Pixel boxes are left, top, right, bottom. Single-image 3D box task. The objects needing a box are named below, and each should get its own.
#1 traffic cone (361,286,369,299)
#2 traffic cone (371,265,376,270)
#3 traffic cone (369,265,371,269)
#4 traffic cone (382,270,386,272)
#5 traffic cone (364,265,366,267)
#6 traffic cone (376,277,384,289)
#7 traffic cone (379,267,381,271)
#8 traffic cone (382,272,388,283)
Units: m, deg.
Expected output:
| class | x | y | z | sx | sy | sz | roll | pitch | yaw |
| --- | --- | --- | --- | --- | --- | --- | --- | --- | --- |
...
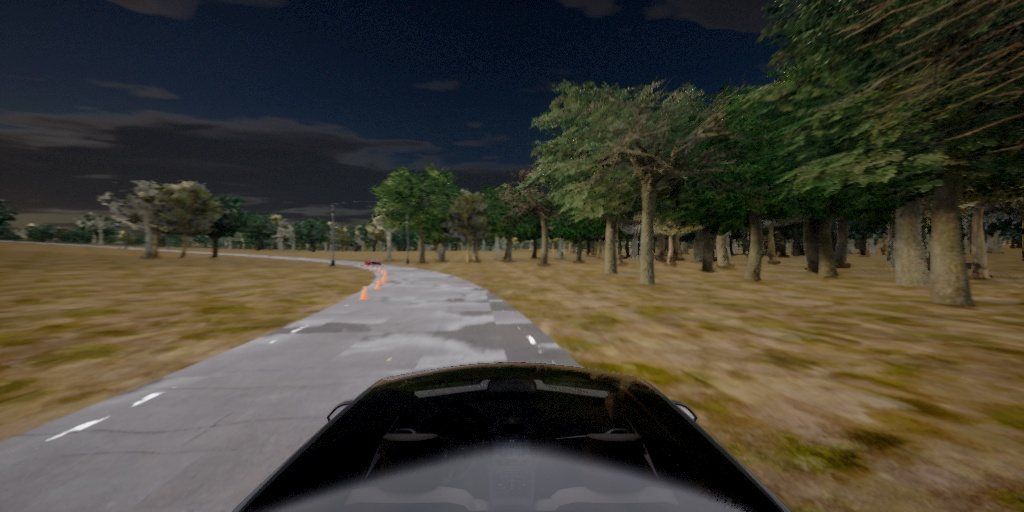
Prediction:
| class | x | y | z | sx | sy | sz | roll | pitch | yaw |
| --- | --- | --- | --- | --- | --- | --- | --- | --- | --- |
| traffic cone | -6.826 | 1.695 | 16.591 | 0.340 | 0.580 | 0.340 | 0 | 0 | -13 |
| traffic cone | -18.560 | 1.583 | 48.704 | 0.340 | 0.580 | 0.340 | 0 | 0 | -28 |
| traffic cone | -20.914 | 1.556 | 52.999 | 0.340 | 0.580 | 0.340 | 0 | 0 | -30 |
| traffic cone | -10.812 | 1.658 | 30.728 | 0.340 | 0.580 | 0.340 | 0 | 0 | -19 |
| traffic cone | -23.427 | 1.516 | 57.202 | 0.340 | 0.580 | 0.340 | 0 | 0 | -32 |
| traffic cone | -7.976 | 1.686 | 21.353 | 0.340 | 0.580 | 0.340 | 0 | 0 | -15 |
| traffic cone | -14.347 | 1.620 | 39.862 | 0.340 | 0.580 | 0.340 | 0 | 0 | -23 |
| traffic cone | -9.306 | 1.674 | 26.067 | 0.340 | 0.580 | 0.340 | 0 | 0 | -17 |
